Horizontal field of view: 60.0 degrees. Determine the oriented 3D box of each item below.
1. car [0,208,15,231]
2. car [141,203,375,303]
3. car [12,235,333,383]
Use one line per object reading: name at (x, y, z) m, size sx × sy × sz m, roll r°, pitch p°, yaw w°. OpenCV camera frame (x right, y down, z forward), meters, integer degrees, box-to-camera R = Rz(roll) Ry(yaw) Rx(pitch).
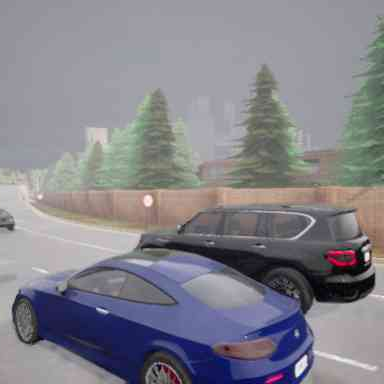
car at (-12.745, 1.707, 21.232) m, size 2.033 × 1.411 × 5.357 m, roll 0°, pitch -1°, yaw -39°
car at (1.069, 1.281, 7.701) m, size 5.566 × 2.045 × 2.150 m, roll 0°, pitch 0°, yaw 38°
car at (-0.732, 1.563, 4.730) m, size 4.674 × 1.442 × 1.812 m, roll 0°, pitch 0°, yaw 38°
